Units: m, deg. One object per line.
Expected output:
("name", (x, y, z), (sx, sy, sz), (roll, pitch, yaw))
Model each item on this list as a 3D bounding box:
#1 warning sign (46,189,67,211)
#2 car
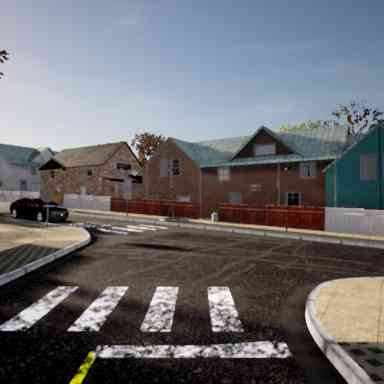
("warning sign", (-12.275, 0.697, 30.091), (1.060, 1.860, 1.300), (-1, 1, 32))
("car", (-10.380, 1.140, 22.602), (4.892, 1.490, 1.837), (2, 0, 32))
